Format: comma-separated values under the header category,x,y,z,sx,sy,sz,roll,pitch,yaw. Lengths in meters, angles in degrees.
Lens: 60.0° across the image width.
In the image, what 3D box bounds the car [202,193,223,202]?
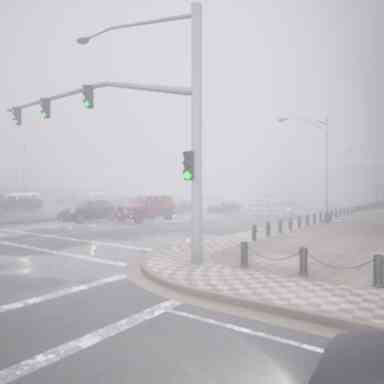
category,x,y,z,sx,sy,sz,roll,pitch,yaw
car,4.563,1.207,67.075,1.932,1.855,4.605,0,0,36

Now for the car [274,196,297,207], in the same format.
category,x,y,z,sx,sy,sz,roll,pitch,yaw
car,14.747,1.582,51.250,1.812,1.442,4.674,0,0,36

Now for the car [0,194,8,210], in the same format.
category,x,y,z,sx,sy,sz,roll,pitch,yaw
car,-26.158,1.416,49.276,1.784,1.438,3.905,0,0,36

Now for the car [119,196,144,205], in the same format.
category,x,y,z,sx,sy,sz,roll,pitch,yaw
car,-10.245,1.448,56.338,1.970,1.475,3.806,0,0,36

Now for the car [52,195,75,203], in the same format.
category,x,y,z,sx,sy,sz,roll,pitch,yaw
car,-26.228,1.415,68.015,1.784,1.438,3.905,0,0,36

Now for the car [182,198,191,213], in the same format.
category,x,y,z,sx,sy,sz,roll,pitch,yaw
car,-1.213,1.618,35.415,1.994,1.385,4.181,0,0,36

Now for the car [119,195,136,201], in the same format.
category,x,y,z,sx,sy,sz,roll,pitch,yaw
car,-15.920,1.447,82.117,1.970,1.475,3.806,0,0,36

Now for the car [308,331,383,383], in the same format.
category,x,y,z,sx,sy,sz,roll,pitch,yaw
car,3.308,1.548,1.601,5.357,1.411,2.033,0,0,33

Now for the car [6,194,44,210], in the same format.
category,x,y,z,sx,sy,sz,roll,pitch,yaw
car,-23.823,1.448,47.565,1.970,1.475,3.806,0,0,36

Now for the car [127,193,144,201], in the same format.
category,x,y,z,sx,sy,sz,roll,pitch,yaw
car,-13.591,1.208,80.397,1.905,1.878,3.866,0,0,36

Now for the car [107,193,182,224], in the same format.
category,x,y,z,sx,sy,sz,roll,pitch,yaw
car,-3.580,1.276,26.211,2.150,2.045,5.566,0,0,36

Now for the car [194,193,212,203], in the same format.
category,x,y,z,sx,sy,sz,roll,pitch,yaw
car,2.261,1.209,68.829,1.905,1.878,3.866,0,0,36

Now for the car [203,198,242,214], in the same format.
category,x,y,z,sx,sy,sz,roll,pitch,yaw
car,3.493,1.655,35.932,1.895,1.301,4.718,0,0,36

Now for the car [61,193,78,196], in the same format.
category,x,y,z,sx,sy,sz,roll,pitch,yaw
car,-23.929,1.205,66.252,1.932,1.855,4.605,0,0,36

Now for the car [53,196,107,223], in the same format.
category,x,y,z,sx,sy,sz,roll,pitch,yaw
car,-8.120,1.406,25.916,2.097,1.767,4.553,0,0,36

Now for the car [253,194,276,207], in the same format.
category,x,y,z,sx,sy,sz,roll,pitch,yaw
car,11.845,1.275,53.211,2.150,2.045,5.566,0,0,36
